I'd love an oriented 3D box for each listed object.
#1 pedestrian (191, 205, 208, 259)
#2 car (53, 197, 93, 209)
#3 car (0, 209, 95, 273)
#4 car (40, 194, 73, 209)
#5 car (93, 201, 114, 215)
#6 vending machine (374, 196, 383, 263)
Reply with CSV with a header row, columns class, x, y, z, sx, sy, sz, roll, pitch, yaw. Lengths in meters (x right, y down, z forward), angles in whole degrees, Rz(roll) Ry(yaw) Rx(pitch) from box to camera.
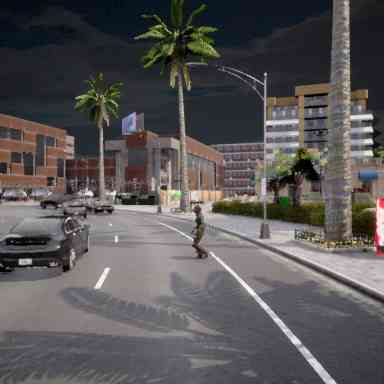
class,x,y,z,sx,sy,sz,roll,pitch,yaw
pedestrian,0.234,1.294,11.028,0.375,1.860,0.375,0,0,-9
car,-10.306,1.491,28.514,2.128,1.511,4.902,0,0,-28
car,-4.532,1.505,10.767,1.837,1.490,4.892,0,0,-8
car,-17.568,1.221,43.373,5.566,2.045,2.150,0,0,38
car,-9.730,1.601,34.229,1.895,1.301,4.718,0,0,-34
vending machine,6.625,1.195,10.664,1.100,2.100,0.880,0,0,-8
